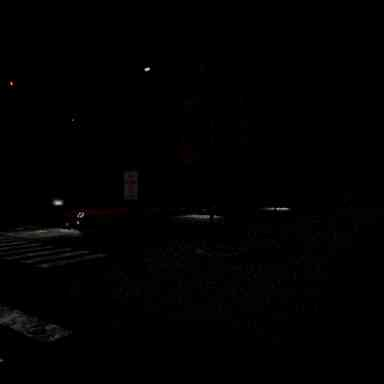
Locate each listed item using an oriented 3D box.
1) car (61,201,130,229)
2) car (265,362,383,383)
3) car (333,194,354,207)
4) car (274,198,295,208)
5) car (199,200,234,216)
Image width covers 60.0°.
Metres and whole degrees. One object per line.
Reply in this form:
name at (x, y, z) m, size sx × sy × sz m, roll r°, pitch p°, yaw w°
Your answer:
car at (-6.178, 1.372, 21.753) m, size 2.097 × 1.767 × 4.553 m, roll 0°, pitch 0°, yaw 35°
car at (2.194, 1.551, 1.277) m, size 4.403 × 1.369 × 2.008 m, roll 0°, pitch 0°, yaw 36°
car at (24.099, 1.346, 52.878) m, size 2.150 × 2.045 × 5.566 m, roll 0°, pitch 0°, yaw 35°
car at (13.977, 1.660, 50.015) m, size 1.994 × 1.385 × 4.181 m, roll 0°, pitch 0°, yaw 36°
car at (2.606, 1.553, 34.140) m, size 1.837 × 1.490 × 4.892 m, roll 0°, pitch -1°, yaw 35°
